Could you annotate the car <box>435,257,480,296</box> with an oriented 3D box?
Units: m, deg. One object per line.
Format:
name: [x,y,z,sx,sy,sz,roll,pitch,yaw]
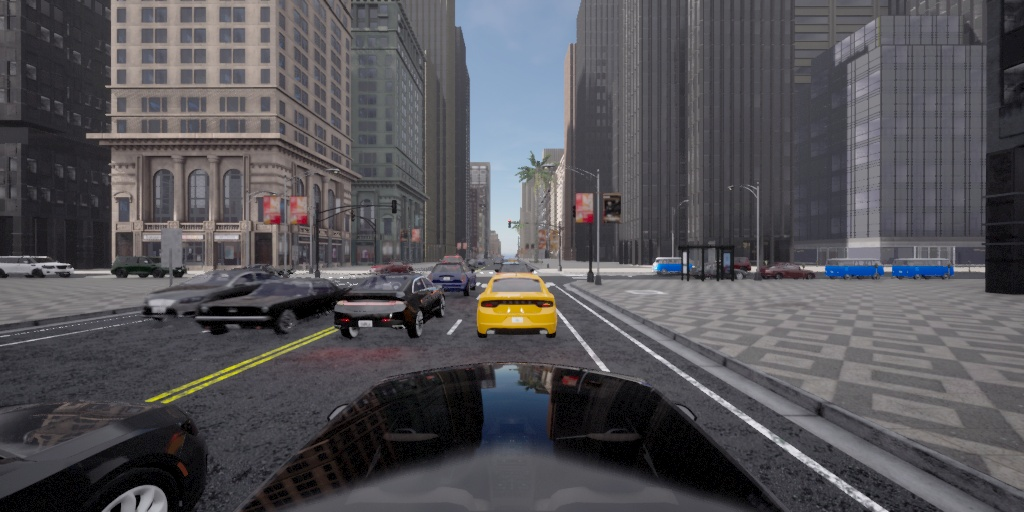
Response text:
car: [-3.122,1.102,19.267,2.097,1.767,4.553,0,0,0]

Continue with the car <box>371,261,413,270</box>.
car: [-12.673,1.276,38.165,1.812,1.442,4.674,1,0,38]

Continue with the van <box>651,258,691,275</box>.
van: [17.125,1.065,38.357,3.998,1.789,1.690,0,0,0]

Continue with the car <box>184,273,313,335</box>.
car: [-6.587,1.351,10.666,1.895,1.301,4.718,0,0,0]

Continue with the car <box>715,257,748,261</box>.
car: [22.802,1.035,38.350,5.009,1.841,2.192,0,0,0]

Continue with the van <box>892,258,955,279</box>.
van: [34.148,1.080,29.810,3.998,1.789,1.690,0,0,0]

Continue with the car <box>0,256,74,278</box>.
car: [-43.719,1.020,32.739,5.566,2.045,2.150,0,0,0]

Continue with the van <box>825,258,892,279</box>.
van: [28.471,1.082,29.817,3.998,1.789,1.690,0,0,0]

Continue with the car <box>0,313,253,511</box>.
car: [-3.152,1.255,0.612,1.837,1.490,4.892,0,0,0]

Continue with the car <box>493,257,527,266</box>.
car: [0.128,1.102,19.291,2.097,1.767,4.553,0,0,0]

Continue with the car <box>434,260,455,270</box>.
car: [-9.764,1.299,52.573,2.033,1.411,5.357,0,0,0]

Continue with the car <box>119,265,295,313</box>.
car: [-9.834,1.242,12.449,2.128,1.511,4.902,0,0,0]

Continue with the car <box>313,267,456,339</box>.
car: [-3.138,1.241,10.128,2.128,1.511,4.902,0,0,0]

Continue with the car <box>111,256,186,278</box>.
car: [-33.012,1.007,32.664,5.566,2.045,2.150,0,0,0]

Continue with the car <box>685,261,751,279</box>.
car: [17.116,1.299,29.832,4.403,1.370,2.007,0,0,0]

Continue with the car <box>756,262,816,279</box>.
car: [22.793,1.327,29.825,4.207,1.307,1.802,0,0,0]

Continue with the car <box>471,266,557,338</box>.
car: [0.111,1.227,10.217,1.882,1.535,5.008,0,0,0]
